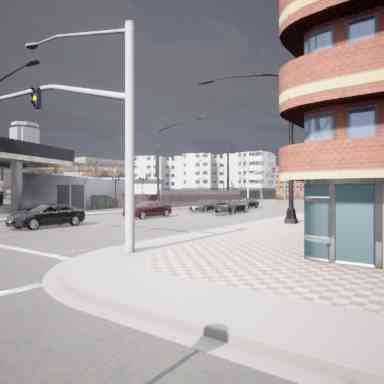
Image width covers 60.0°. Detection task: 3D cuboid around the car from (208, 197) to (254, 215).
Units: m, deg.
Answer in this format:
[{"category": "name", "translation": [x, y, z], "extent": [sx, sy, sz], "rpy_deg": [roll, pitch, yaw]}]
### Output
[{"category": "car", "translation": [4.032, 1.491, 33.884], "extent": [2.128, 1.511, 4.902], "rpy_deg": [0, 0, 35]}]

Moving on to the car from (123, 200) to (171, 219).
[{"category": "car", "translation": [-3.838, 1.477, 28.991], "extent": [1.882, 1.535, 5.008], "rpy_deg": [0, 0, 34]}]

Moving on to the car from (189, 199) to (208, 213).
[{"category": "car", "translation": [1.581, 1.491, 36.838], "extent": [2.128, 1.511, 4.902], "rpy_deg": [0, 0, 35]}]

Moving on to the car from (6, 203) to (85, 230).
[{"category": "car", "translation": [-9.163, 1.504, 21.211], "extent": [1.837, 1.490, 4.892], "rpy_deg": [0, 0, 34]}]

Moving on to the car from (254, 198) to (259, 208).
[{"category": "car", "translation": [7.490, 1.491, 45.364], "extent": [2.128, 1.511, 4.902], "rpy_deg": [0, 0, 35]}]
